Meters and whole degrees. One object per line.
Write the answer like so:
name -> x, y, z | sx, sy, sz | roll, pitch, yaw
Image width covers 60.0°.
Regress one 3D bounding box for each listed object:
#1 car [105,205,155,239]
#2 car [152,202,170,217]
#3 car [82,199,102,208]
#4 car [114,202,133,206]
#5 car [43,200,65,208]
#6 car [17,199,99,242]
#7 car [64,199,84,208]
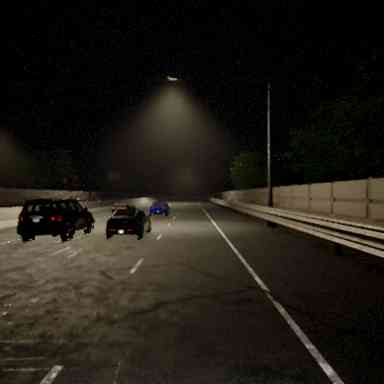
car -> -3.397, 1.665, 18.356 | 1.837, 1.490, 4.892 | 0, 0, 0
car -> -3.392, 1.780, 35.619 | 1.882, 1.535, 5.008 | 0, 0, 0
car -> -17.534, 1.977, 58.628 | 2.128, 1.511, 4.902 | 0, 0, 1
car -> -6.892, 1.781, 33.998 | 2.128, 1.511, 4.902 | 0, 0, 0
car -> -24.506, 2.092, 59.398 | 1.895, 1.301, 4.718 | 0, 0, 1
car -> -6.896, 1.374, 17.402 | 2.150, 2.045, 5.566 | 0, 0, 0
car -> -21.021, 2.017, 59.438 | 1.812, 1.442, 4.674 | 0, 0, 1
